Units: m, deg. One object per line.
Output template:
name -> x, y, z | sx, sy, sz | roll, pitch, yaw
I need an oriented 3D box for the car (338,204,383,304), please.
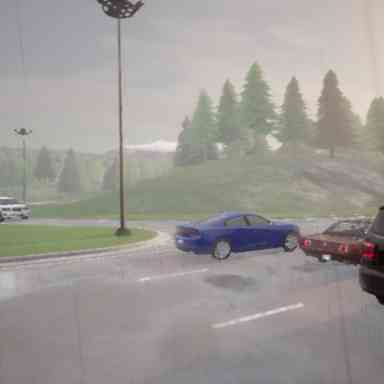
car -> 5.619, 1.123, 6.325 | 5.566, 2.045, 2.150 | -1, 0, -29

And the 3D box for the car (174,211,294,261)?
car -> 1.774, 1.444, 12.198 | 5.008, 1.535, 1.882 | -1, 0, -29

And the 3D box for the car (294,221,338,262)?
car -> 5.699, 1.499, 10.362 | 4.718, 1.301, 1.895 | -1, 0, -29

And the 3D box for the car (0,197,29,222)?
car -> -16.828, 1.504, 29.985 | 5.566, 2.045, 2.150 | -1, 0, 40
